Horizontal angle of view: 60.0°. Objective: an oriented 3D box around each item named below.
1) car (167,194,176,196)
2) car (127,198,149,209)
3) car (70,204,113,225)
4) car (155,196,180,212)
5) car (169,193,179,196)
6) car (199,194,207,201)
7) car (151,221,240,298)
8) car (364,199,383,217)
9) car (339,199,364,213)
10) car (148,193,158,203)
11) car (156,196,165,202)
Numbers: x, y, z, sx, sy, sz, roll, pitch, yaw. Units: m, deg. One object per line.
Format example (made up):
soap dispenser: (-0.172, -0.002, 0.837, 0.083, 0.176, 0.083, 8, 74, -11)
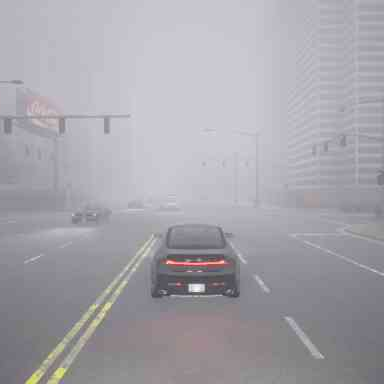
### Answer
car: (-3.918, 1.526, 51.752, 1.812, 1.442, 4.674, 0, 1, 0)
car: (-7.390, 1.564, 44.528, 1.994, 1.385, 4.181, 0, 0, 0)
car: (-7.257, 1.601, 24.430, 1.895, 1.301, 4.718, 0, 0, 0)
car: (-2.709, 1.525, 38.500, 1.812, 1.442, 4.674, 0, 0, -15)
car: (-3.954, 1.216, 68.311, 2.150, 2.045, 5.566, 0, 1, 0)
car: (2.912, 1.355, 88.755, 2.097, 1.767, 4.553, 0, 0, 0)
car: (0.055, 1.505, 8.498, 1.837, 1.490, 4.892, 0, 0, -1)
car: (17.995, 1.491, 28.567, 4.902, 1.511, 2.128, 0, 0, 0)
car: (18.443, 1.477, 35.713, 5.008, 1.535, 1.882, 0, 0, -1)
car: (-7.468, 1.492, 64.646, 2.128, 1.511, 4.902, 0, 0, 0)
car: (-7.527, 1.589, 79.720, 1.895, 1.301, 4.718, 0, 0, 0)
